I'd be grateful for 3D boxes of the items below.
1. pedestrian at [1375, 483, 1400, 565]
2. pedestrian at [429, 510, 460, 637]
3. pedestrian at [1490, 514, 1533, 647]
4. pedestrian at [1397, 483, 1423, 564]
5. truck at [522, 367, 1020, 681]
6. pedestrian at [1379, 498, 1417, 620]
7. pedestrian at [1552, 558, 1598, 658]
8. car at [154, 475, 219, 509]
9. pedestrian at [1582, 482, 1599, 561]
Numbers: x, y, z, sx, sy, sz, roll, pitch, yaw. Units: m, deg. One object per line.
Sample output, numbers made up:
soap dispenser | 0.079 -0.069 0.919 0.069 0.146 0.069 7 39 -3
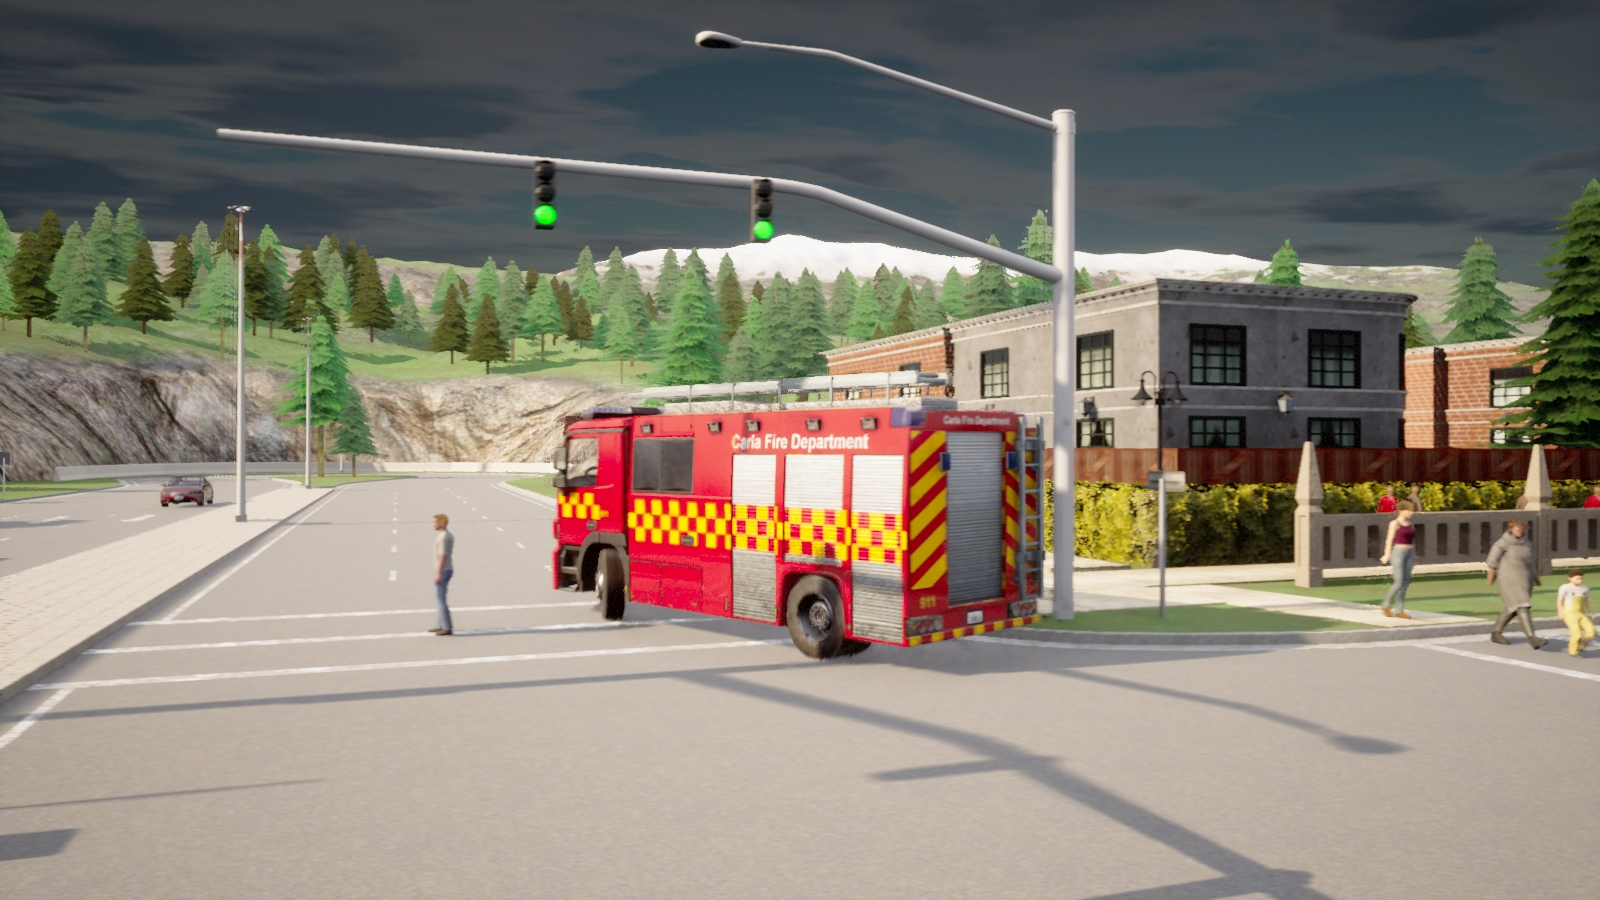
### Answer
pedestrian | 13.530 1.700 26.314 0.375 1.860 0.375 0 0 -21
pedestrian | -5.343 1.849 17.187 0.375 1.860 0.375 0 0 -4
pedestrian | 10.168 1.851 16.330 0.375 1.860 0.375 0 0 -11
pedestrian | 14.182 1.700 26.554 0.375 1.860 0.375 0 0 -20
truck | -0.900 0.892 17.988 2.891 3.827 8.468 0 0 -44
pedestrian | 9.356 1.697 17.889 0.375 1.860 0.375 0 0 -23
pedestrian | 10.468 2.131 15.443 0.375 1.300 0.375 0 0 1
car | -30.514 2.046 56.966 2.128 1.511 4.902 0 0 -19
pedestrian | 19.040 1.701 27.335 0.375 1.860 0.375 0 0 -17
